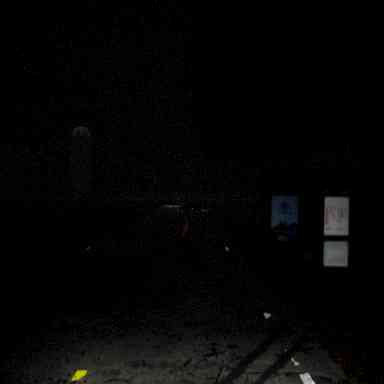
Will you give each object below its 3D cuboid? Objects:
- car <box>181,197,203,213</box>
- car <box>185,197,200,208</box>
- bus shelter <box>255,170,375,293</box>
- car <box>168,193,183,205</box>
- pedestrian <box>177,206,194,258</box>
[{"bbox_3d":[0.095,1.488,36.137,1.837,1.490,4.892,0,-1,1],"label":"car"},{"bbox_3d":[0.088,1.491,47.866,2.128,1.511,4.902,0,0,0],"label":"car"},{"bbox_3d":[3.144,0.868,9.436,1.920,2.740,3.880,1,1,0],"label":"bus shelter"},{"bbox_3d":[-2.815,1.240,57.789,2.150,2.045,5.566,0,-1,0],"label":"car"},{"bbox_3d":[-0.231,1.288,11.023,0.375,1.860,0.375,-1,1,-5],"label":"pedestrian"}]
